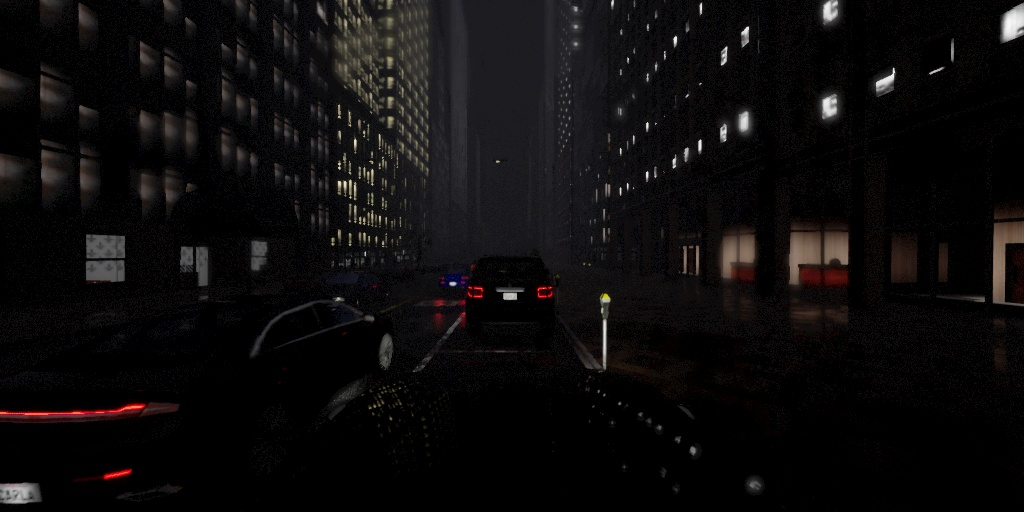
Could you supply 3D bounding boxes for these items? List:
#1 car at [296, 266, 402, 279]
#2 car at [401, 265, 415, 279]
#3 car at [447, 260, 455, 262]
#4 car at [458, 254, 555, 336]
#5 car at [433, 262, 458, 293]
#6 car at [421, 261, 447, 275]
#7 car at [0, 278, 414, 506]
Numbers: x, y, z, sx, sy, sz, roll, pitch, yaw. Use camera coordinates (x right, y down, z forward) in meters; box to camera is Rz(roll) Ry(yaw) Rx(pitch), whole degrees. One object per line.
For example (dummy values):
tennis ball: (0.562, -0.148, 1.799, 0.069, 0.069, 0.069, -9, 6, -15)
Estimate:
car: (-6.248, 1.295, 13.962, 2.033, 1.411, 5.357, 0, 0, 0)
car: (-8.837, 1.327, 28.206, 1.802, 1.307, 4.207, 0, 0, 0)
car: (-8.837, 1.291, 50.940, 2.007, 1.370, 4.403, 0, 0, 0)
car: (-0.039, 0.976, 10.531, 2.150, 2.045, 5.566, 0, 0, 0)
car: (-3.058, 1.272, 20.802, 1.812, 1.442, 4.674, 0, 0, 0)
car: (-8.837, 1.293, 39.574, 2.007, 1.370, 4.403, 0, 0, 0)
car: (-3.046, 1.240, 4.627, 2.128, 1.511, 4.902, 0, 0, 0)
